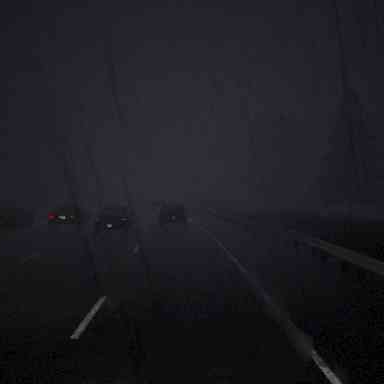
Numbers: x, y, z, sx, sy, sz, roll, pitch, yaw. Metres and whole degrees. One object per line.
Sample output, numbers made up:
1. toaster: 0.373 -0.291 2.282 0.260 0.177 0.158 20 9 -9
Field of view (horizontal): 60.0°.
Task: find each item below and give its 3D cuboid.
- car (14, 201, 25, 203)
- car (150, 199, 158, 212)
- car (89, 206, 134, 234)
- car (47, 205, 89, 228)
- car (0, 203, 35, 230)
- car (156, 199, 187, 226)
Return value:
1. car: -30.270 1.681 58.165 1.812 1.442 4.674 0 0 -17
2. car: -4.150 1.561 41.051 1.882 1.535 5.008 0 0 -11
3. car: -4.470 1.569 19.497 1.812 1.442 4.674 0 0 -5
4. car: -8.332 1.603 22.936 2.033 1.411 5.357 0 0 -7
5. car: -11.721 1.622 21.427 1.994 1.385 4.181 0 0 -6
6. car: -1.440 1.525 23.886 1.882 1.535 5.008 0 0 -6
